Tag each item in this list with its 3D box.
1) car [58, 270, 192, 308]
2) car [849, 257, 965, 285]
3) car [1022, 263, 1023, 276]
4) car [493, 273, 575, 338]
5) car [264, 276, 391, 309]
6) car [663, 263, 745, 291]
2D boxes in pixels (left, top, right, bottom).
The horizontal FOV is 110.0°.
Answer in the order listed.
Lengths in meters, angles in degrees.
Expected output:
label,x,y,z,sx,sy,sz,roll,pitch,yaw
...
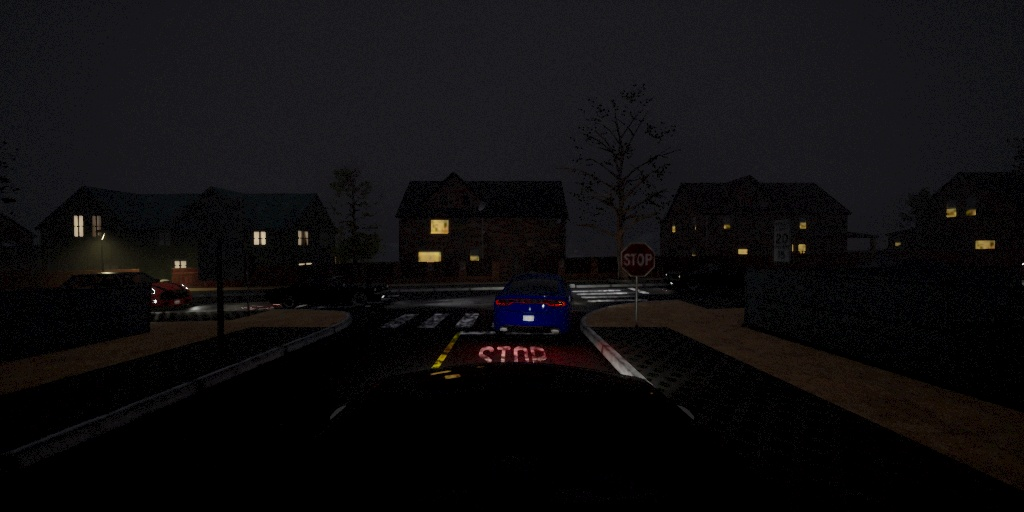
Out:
label,x,y,z,sx,sy,sz,roll,pitch,yaw
car,-16.798,1.472,15.572,4.553,1.767,2.097,-1,1,0
car,20.057,0.753,18.541,5.357,1.411,2.033,-1,1,0
car,29.567,0.335,18.532,4.553,1.767,2.097,-1,1,0
car,0.787,1.227,10.371,1.882,1.535,5.008,0,0,10
car,-7.810,1.506,15.579,4.718,1.301,1.895,-1,1,0
car,10.412,1.034,18.505,4.718,1.301,1.895,-1,1,-1
